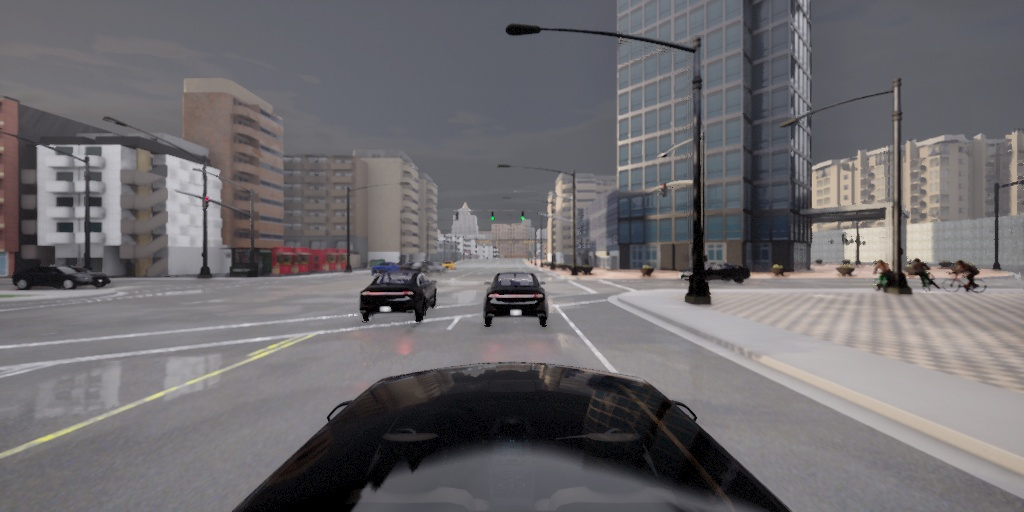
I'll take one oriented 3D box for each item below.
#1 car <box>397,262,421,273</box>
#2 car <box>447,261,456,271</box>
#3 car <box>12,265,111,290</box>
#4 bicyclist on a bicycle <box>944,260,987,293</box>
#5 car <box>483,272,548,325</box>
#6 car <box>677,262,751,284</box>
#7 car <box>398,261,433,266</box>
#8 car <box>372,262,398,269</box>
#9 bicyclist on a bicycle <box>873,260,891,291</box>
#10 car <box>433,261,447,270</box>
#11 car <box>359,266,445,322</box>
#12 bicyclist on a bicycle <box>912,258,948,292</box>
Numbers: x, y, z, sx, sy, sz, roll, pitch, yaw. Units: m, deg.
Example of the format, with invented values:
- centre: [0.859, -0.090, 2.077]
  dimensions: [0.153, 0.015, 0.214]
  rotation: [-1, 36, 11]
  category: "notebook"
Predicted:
- centre: [-14.032, 1.545, 49.098]
  dimensions: [1.994, 1.385, 4.181]
  rotation: [0, -1, 0]
  category: "car"
- centre: [-10.487, 1.576, 59.034]
  dimensions: [1.882, 1.535, 5.008]
  rotation: [0, -1, 0]
  category: "car"
- centre: [-28.740, 1.351, 22.951]
  dimensions: [4.892, 1.490, 1.837]
  rotation: [0, 0, 1]
  category: "car"
- centre: [22.540, 1.016, 17.873]
  dimensions: [1.656, 1.620, 0.582]
  rotation: [-1, 0, 18]
  category: "bicyclist on a bicycle"
- centre: [0.107, 1.273, 11.862]
  dimensions: [2.128, 1.511, 4.902]
  rotation: [0, 0, 0]
  category: "car"
- centre: [14.716, 1.208, 26.255]
  dimensions: [4.902, 1.511, 2.128]
  rotation: [0, 0, 1]
  category: "car"
- centre: [-10.550, 1.354, 39.549]
  dimensions: [1.882, 1.535, 5.008]
  rotation: [0, 0, 0]
  category: "car"
- centre: [-14.044, 1.365, 40.101]
  dimensions: [1.882, 1.535, 5.008]
  rotation: [0, 0, 0]
  category: "car"
- centre: [19.167, 1.021, 18.554]
  dimensions: [1.656, 1.620, 0.582]
  rotation: [-1, 0, -23]
  category: "bicyclist on a bicycle"
- centre: [-10.541, 1.570, 48.889]
  dimensions: [1.895, 1.301, 4.718]
  rotation: [0, -1, 0]
  category: "car"
- centre: [-3.791, 1.283, 12.579]
  dimensions: [2.128, 1.511, 4.902]
  rotation: [0, 0, -5]
  category: "car"
- centre: [21.082, 0.929, 18.352]
  dimensions: [1.656, 1.620, 0.582]
  rotation: [-22, -7, -26]
  category: "bicyclist on a bicycle"
